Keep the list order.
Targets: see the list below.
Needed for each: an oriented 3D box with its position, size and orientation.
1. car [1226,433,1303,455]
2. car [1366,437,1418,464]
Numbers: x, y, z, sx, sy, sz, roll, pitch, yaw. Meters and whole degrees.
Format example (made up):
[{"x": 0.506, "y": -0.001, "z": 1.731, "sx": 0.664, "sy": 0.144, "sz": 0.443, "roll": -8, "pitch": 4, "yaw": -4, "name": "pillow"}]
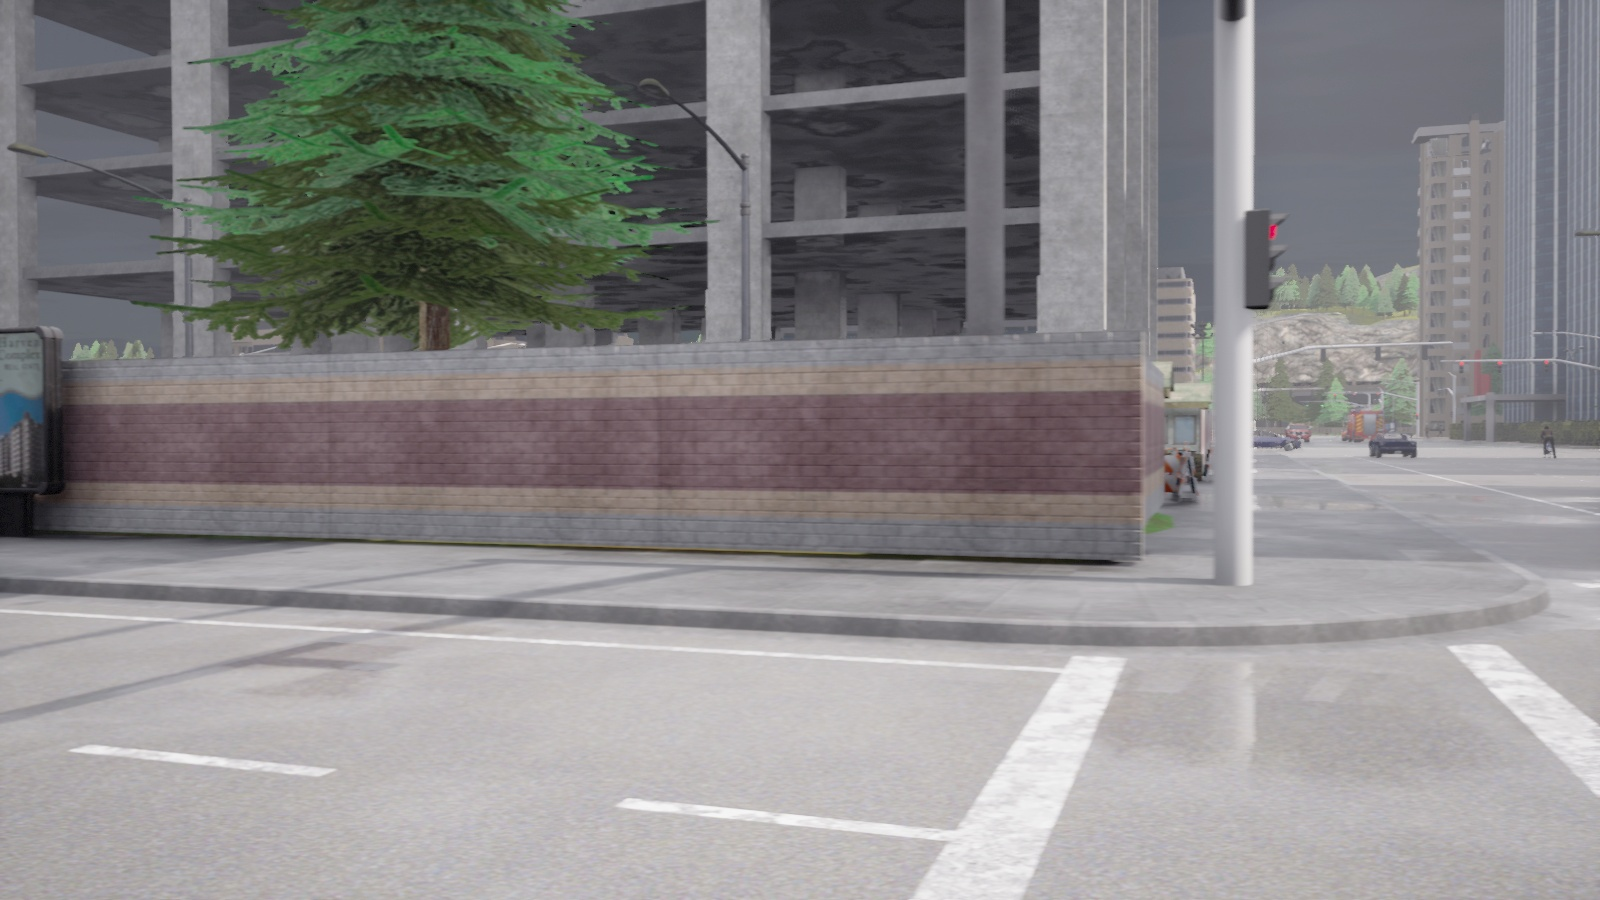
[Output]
[{"x": 31.324, "y": -0.415, "z": 84.859, "sx": 4.792, "sy": 1.488, "sz": 2.163, "roll": 1, "pitch": 1, "yaw": 18, "name": "car"}, {"x": 30.784, "y": -0.006, "z": 65.398, "sx": 1.895, "sy": 1.301, "sz": 4.718, "roll": 1, "pitch": 1, "yaw": 19, "name": "car"}]
